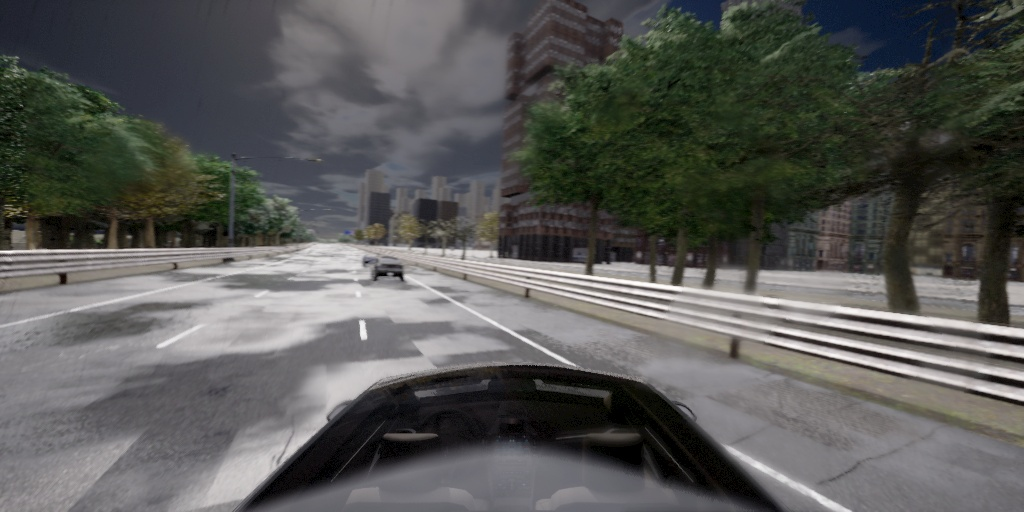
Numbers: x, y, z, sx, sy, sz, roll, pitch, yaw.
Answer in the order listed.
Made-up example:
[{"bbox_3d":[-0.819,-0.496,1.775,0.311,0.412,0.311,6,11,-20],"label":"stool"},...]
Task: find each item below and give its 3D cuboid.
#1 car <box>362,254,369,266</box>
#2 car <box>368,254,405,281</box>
[{"bbox_3d":[-15.623,0.423,39.887,1.895,1.301,4.718,2,0,-25],"label":"car"},{"bbox_3d":[-8.234,0.776,23.652,1.837,1.490,4.892,2,1,-24],"label":"car"}]
